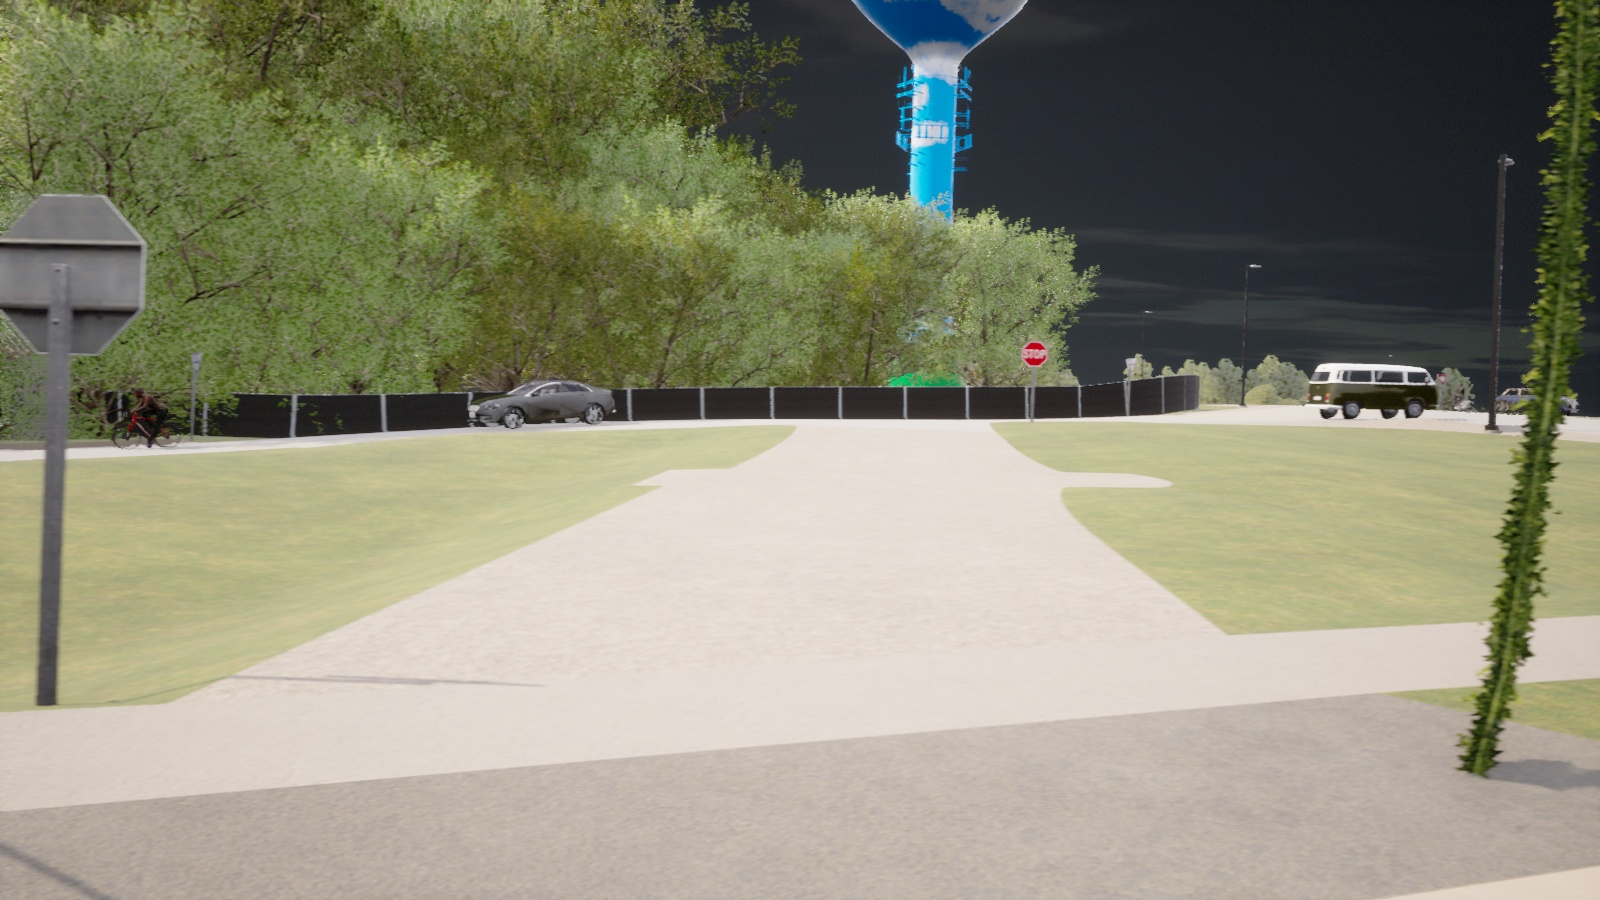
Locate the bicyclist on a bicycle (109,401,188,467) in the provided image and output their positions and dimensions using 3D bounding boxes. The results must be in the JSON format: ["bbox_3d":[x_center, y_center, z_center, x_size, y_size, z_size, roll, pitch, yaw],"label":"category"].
[{"bbox_3d":[-17.093,-0.438,32.960,1.656,1.620,0.582,-5,4,-40],"label":"bicyclist on a bicycle"}]

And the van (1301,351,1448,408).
[{"bbox_3d":[21.152,-2.605,46.359,4.480,2.038,2.069,-1,3,-8],"label":"van"}]

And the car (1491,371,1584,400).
[{"bbox_3d":[39.935,-3.498,68.023,1.970,1.475,3.806,0,3,-35],"label":"car"}]

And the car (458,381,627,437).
[{"bbox_3d":[-8.347,-1.358,40.939,4.902,1.511,2.128,-6,5,-39],"label":"car"}]
